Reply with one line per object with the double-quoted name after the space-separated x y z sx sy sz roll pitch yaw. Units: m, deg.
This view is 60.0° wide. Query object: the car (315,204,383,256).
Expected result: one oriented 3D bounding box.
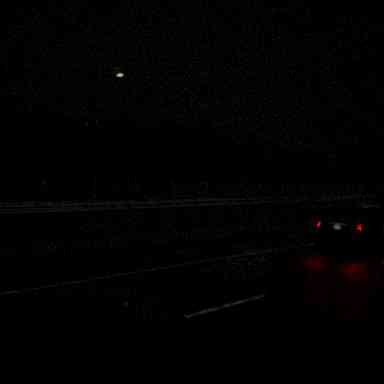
6.892 1.260 12.996 4.553 1.767 2.097 0 0 -35 "car"
